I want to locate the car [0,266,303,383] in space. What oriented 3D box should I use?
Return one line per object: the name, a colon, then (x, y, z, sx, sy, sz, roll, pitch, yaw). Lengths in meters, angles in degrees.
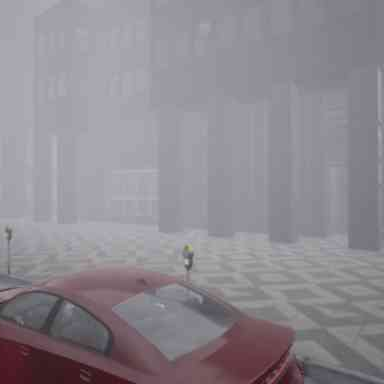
car: (-1.112, 1.553, 3.754, 4.507, 1.381, 1.887, 0, 0, 35)
